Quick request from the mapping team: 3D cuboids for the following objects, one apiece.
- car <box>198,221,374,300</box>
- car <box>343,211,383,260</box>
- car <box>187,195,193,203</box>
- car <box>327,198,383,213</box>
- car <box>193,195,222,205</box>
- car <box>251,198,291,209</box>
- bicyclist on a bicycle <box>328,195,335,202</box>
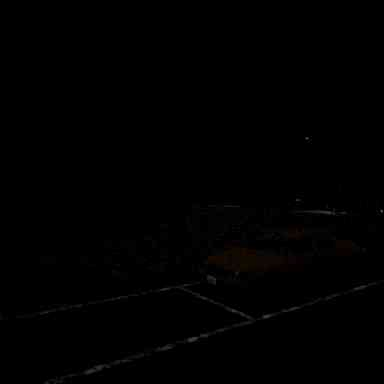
[{"bbox_3d":[2.395,1.527,8.370,4.829,1.417,1.752,0,1,-35],"label":"car"},{"bbox_3d":[7.156,1.547,11.673,4.507,1.381,1.887,0,1,-35],"label":"car"},{"bbox_3d":[-0.455,1.196,57.981,1.895,1.301,4.718,1,0,-34],"label":"car"},{"bbox_3d":[14.732,1.342,30.238,2.128,1.511,4.902,1,0,-34],"label":"car"},{"bbox_3d":[2.508,1.217,48.108,1.994,1.385,4.181,1,0,-34],"label":"car"},{"bbox_3d":[9.087,1.361,38.480,1.895,1.301,4.718,1,0,-34],"label":"car"},{"bbox_3d":[16.341,1.158,38.933,1.656,1.620,0.582,0,0,-34],"label":"bicyclist on a bicycle"}]
